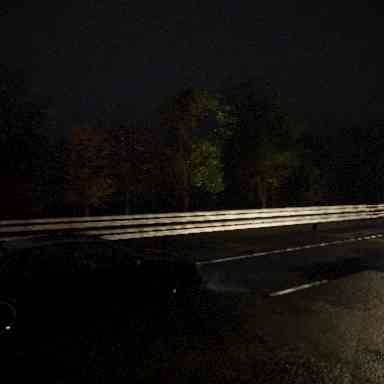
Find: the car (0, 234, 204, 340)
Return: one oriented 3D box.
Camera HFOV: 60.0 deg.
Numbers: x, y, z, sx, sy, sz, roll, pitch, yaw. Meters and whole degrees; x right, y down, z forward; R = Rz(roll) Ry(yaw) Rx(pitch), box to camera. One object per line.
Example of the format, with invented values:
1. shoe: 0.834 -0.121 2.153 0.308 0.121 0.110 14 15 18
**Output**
1. car: -2.365 1.550 6.477 5.357 1.411 2.033 0 0 -36
